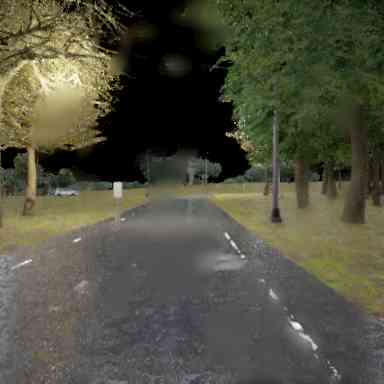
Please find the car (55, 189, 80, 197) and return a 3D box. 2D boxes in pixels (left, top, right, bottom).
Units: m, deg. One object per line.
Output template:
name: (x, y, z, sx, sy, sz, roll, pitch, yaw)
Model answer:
car: (-30.042, 0.189, 80.207, 5.566, 2.045, 2.150, -1, -1, 0)
